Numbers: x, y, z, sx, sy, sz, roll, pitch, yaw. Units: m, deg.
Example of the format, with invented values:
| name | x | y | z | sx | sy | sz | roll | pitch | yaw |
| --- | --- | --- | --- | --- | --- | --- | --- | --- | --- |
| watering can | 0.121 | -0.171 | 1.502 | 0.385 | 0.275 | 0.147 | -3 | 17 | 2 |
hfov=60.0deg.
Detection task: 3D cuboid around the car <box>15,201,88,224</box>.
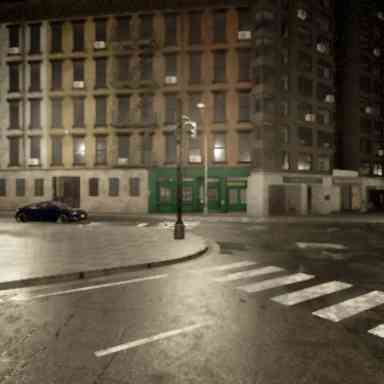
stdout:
| name | x | y | z | sx | sy | sz | roll | pitch | yaw |
| --- | --- | --- | --- | --- | --- | --- | --- | --- | --- |
| car | -8.615 | 1.250 | 20.537 | 4.181 | 1.385 | 1.994 | 1 | 0 | 8 |
